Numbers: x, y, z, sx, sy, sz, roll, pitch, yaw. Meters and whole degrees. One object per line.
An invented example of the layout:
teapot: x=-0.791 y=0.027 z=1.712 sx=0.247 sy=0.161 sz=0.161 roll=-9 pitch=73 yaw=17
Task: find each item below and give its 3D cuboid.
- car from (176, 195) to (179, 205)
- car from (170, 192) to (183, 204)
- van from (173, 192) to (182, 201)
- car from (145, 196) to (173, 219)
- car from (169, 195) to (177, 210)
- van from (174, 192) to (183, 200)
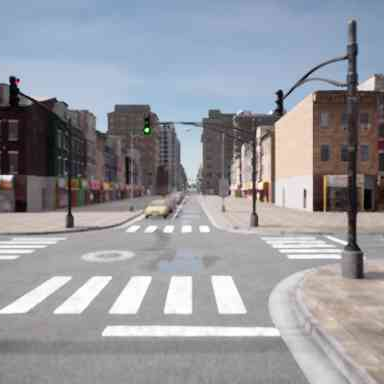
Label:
car: x=-2.745 y=1.279 z=37.955 sx=1.802 sy=1.307 sz=4.206 roll=0 pitch=0 yaw=0
car: x=-2.778 y=1.062 z=49.165 sx=1.967 sy=1.590 sz=4.097 roll=0 pitch=0 yaw=0
van: x=-2.828 y=0.860 z=65.980 sx=1.690 sy=1.788 sz=3.998 roll=0 pitch=0 yaw=0
car: x=-2.711 y=1.305 z=26.575 sx=1.752 sy=1.417 sz=4.829 roll=0 pitch=0 yaw=0
car: x=-2.728 y=1.282 z=32.349 sx=1.887 sy=1.381 sz=4.507 roll=0 pitch=0 yaw=0
van: x=-2.845 y=0.827 z=71.585 sx=1.690 sy=1.788 sz=3.998 roll=0 pitch=0 yaw=0
